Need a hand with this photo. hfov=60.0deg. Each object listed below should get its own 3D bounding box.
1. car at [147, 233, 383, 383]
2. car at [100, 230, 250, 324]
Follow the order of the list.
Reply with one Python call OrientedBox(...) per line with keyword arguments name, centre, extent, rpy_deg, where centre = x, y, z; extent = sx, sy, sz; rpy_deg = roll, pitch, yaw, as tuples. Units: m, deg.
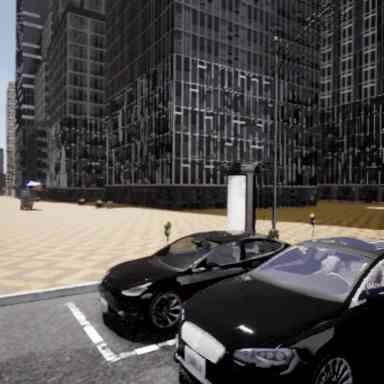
OrientedBox(name="car", centre=(2.105, 1.452, 4.675), extent=(4.902, 1.511, 2.128), rpy_deg=(0, 1, -32))
OrientedBox(name="car", centre=(0.397, 1.491, 6.660), extent=(4.313, 1.339, 1.947), rpy_deg=(0, 1, -32))
